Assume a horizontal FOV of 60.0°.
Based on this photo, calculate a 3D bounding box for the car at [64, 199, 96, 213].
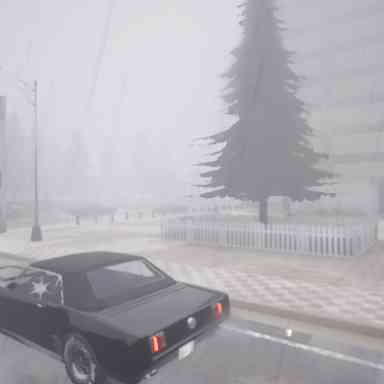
[{"bbox_3d":[-13.527,1.734,41.237,2.097,1.767,4.553,-1,0,36],"label":"car"}]

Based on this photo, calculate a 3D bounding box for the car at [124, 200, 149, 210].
[{"bbox_3d":[-7.535,1.930,49.578,2.033,1.411,5.357,-1,0,36],"label":"car"}]

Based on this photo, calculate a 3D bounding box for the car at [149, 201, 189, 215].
[{"bbox_3d":[-2.396,1.866,38.396,1.895,1.301,4.718,-1,0,36],"label":"car"}]

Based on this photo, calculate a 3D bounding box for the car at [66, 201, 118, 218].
[{"bbox_3d":[-9.900,1.904,33.939,1.895,1.301,4.718,-1,0,36],"label":"car"}]

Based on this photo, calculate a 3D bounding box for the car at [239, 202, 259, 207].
[{"bbox_3d":[9.915,1.771,55.564,1.837,1.490,4.892,-1,-1,36],"label":"car"}]

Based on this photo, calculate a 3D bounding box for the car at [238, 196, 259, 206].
[{"bbox_3d":[10.595,1.657,62.522,2.097,1.767,4.553,-1,0,36],"label":"car"}]

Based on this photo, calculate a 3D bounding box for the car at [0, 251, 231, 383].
[{"bbox_3d":[-1.868,1.650,5.332,4.718,1.301,1.895,-1,0,36],"label":"car"}]

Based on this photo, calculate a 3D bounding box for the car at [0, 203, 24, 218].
[{"bbox_3d":[-19.402,1.859,33.046,1.882,1.535,5.008,-1,0,36],"label":"car"}]
